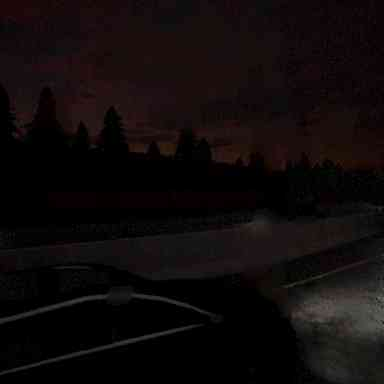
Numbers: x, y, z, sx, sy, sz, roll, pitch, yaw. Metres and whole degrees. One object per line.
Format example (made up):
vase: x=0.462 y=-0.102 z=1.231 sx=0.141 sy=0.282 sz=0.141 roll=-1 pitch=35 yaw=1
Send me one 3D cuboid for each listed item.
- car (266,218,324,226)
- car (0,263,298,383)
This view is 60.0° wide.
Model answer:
car: x=6.051 y=1.592 z=18.855 sx=2.033 sy=1.411 sz=5.357 roll=0 pitch=0 yaw=45
car: x=-0.987 y=1.496 z=3.219 sx=4.902 sy=1.511 sz=2.128 roll=0 pitch=0 yaw=-36
